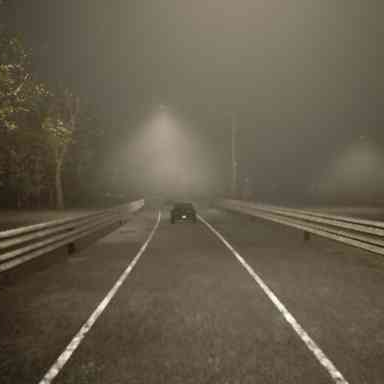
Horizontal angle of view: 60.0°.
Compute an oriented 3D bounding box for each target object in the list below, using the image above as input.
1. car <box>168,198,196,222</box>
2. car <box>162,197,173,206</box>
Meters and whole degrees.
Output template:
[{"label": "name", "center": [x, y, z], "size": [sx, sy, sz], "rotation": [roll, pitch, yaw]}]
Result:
[{"label": "car", "center": [-0.746, 1.509, 26.037], "size": [1.837, 1.490, 4.892], "rotation": [0, 0, -4]}, {"label": "car", "center": [-3.826, 1.529, 55.236], "size": [2.033, 1.411, 5.357], "rotation": [0, 0, -9]}]
